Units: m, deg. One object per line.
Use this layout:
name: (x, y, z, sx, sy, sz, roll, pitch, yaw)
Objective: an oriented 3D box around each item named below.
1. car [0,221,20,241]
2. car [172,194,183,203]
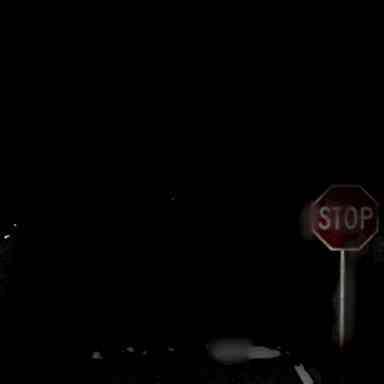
car: (-9.705, 1.464, 13.504, 4.718, 1.301, 1.895, 1, 1, 0)
car: (-2.818, 1.228, 65.478, 2.097, 1.767, 4.553, 0, 0, 0)
